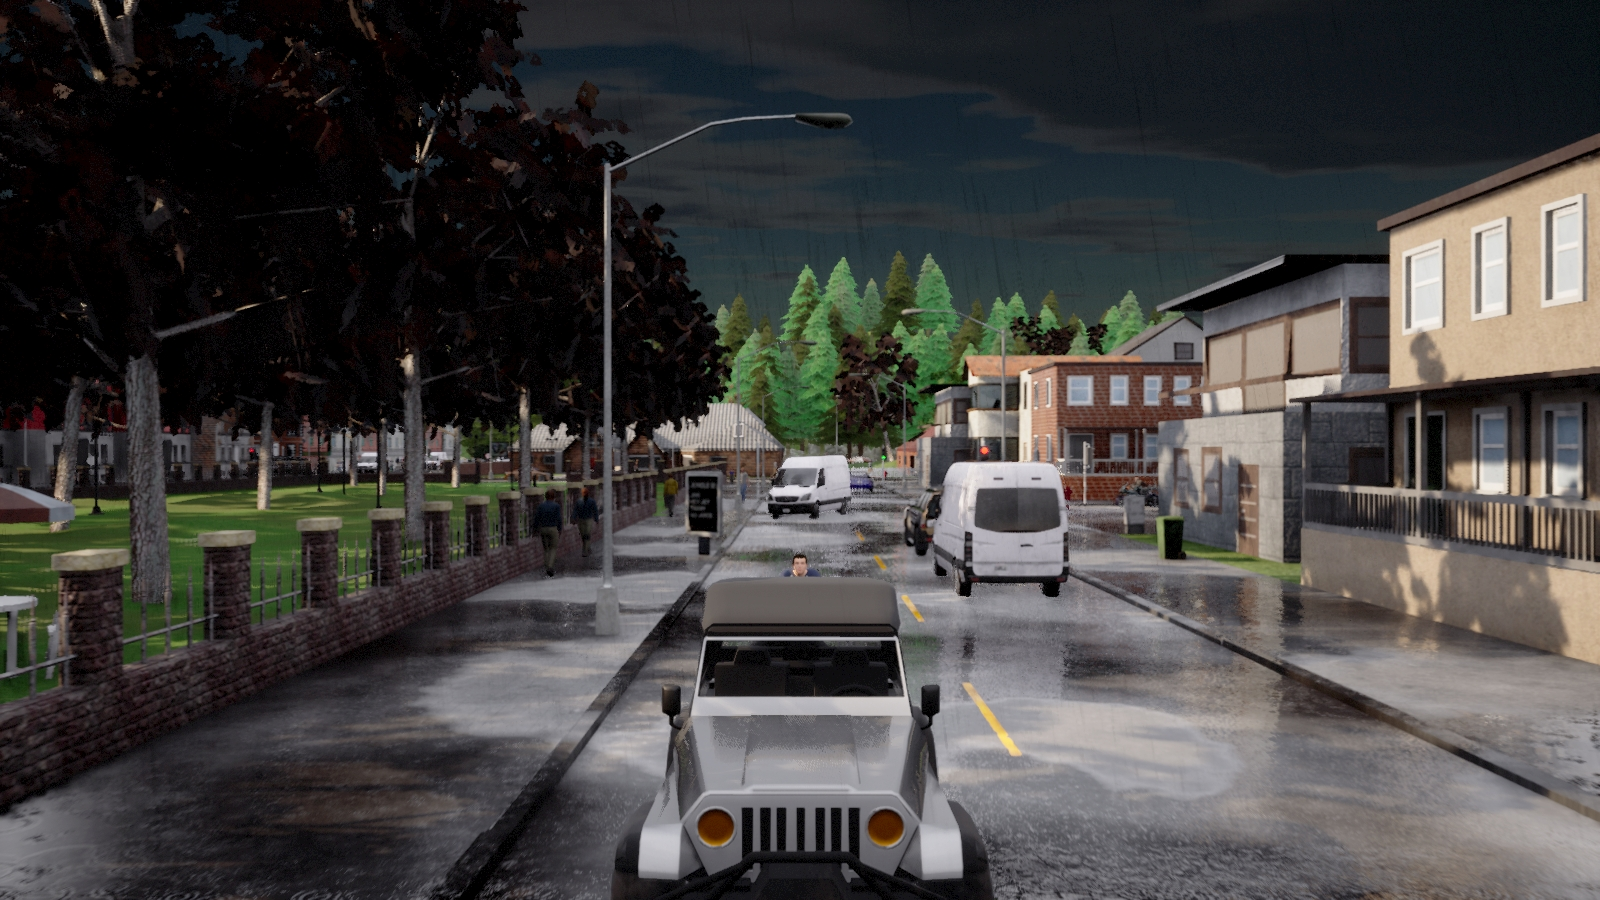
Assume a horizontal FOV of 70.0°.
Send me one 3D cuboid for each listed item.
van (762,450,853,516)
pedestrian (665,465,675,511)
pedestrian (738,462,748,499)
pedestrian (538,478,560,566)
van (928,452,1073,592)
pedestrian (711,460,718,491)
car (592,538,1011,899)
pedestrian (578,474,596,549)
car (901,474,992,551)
[{"bbox_3d":[0.414,1.314,48.081,1.988,2.561,5.915,-1,0,19],"label":"van"},{"bbox_3d":[-5.229,1.525,46.015,0.375,1.860,0.375,0,0,-7],"label":"pedestrian"},{"bbox_3d":[-2.900,1.525,57.998,0.375,1.860,0.375,0,0,15],"label":"pedestrian"},{"bbox_3d":[-5.330,1.525,24.284,0.375,1.860,0.375,0,0,2],"label":"pedestrian"},{"bbox_3d":[3.978,1.314,23.762,1.988,2.561,5.915,0,0,0],"label":"van"},{"bbox_3d":[-5.128,1.525,68.626,0.375,1.860,0.375,0,0,-6],"label":"pedestrian"},{"bbox_3d":[0.010,1.637,7.131,1.905,1.878,3.866,0,0,0],"label":"car"},{"bbox_3d":[-5.340,1.525,28.645,0.375,1.860,0.375,0,0,2],"label":"pedestrian"},{"bbox_3d":[3.946,1.644,31.487,1.932,1.855,4.605,0,0,0],"label":"car"}]
